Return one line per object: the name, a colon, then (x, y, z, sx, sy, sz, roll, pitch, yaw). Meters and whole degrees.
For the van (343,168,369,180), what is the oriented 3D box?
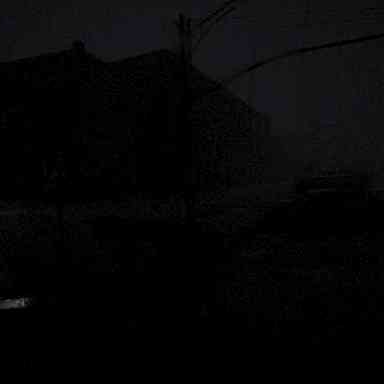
van: (33.278, -3.634, 67.550, 4.442, 1.987, 1.878, -3, 2, 10)

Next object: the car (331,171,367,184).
car: (24.337, -2.288, 51.832, 4.553, 1.767, 2.185, -3, 3, 8)

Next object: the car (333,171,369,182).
car: (28.532, -2.774, 59.764, 5.366, 1.575, 1.946, -3, 3, 9)

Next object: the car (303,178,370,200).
car: (11.927, -0.282, 27.720, 4.674, 1.452, 2.002, -3, 3, 6)

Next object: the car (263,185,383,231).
car: (5.454, 0.726, 14.161, 4.792, 1.488, 2.163, -3, 3, 4)

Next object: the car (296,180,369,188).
car: (7.016, 0.475, 16.781, 5.366, 1.575, 1.946, -3, 2, 4)

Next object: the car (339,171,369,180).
car: (31.658, -3.164, 64.970, 4.792, 1.488, 2.163, -3, 3, 10)

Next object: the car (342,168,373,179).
car: (36.114, -4.065, 72.770, 5.566, 2.045, 2.435, -3, 3, 10)

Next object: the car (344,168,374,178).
car: (39.093, -4.479, 77.972, 5.566, 2.045, 2.435, -3, 3, 10)

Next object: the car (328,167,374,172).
car: (17.285, -1.389, 38.518, 5.566, 2.045, 2.435, -3, 2, 7)

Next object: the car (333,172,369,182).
car: (27.234, -2.575, 57.124, 5.008, 1.535, 2.097, -3, 2, 9)

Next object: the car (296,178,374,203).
car: (10.618, -0.117, 25.005, 4.892, 1.521, 2.231, -3, 2, 5)

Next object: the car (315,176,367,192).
car: (15.914, -0.892, 35.835, 4.674, 1.452, 2.002, -3, 3, 7)

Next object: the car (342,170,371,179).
car: (34.665, -3.609, 70.181, 5.008, 1.535, 2.097, -3, 2, 10)

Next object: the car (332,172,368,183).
car: (25.788, -2.368, 54.482, 4.892, 1.521, 2.231, -3, 3, 9)

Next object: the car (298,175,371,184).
car: (8.040, 0.163, 19.536, 4.553, 1.767, 2.185, -3, 2, 5)

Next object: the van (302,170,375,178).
van: (9.445, -0.147, 22.256, 4.442, 1.987, 1.878, -3, 2, 5)

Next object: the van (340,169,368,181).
van: (30.301, -3.220, 62.329, 4.442, 1.987, 1.878, -3, 2, 10)

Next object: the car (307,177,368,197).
car: (13.236, -0.485, 30.439, 4.674, 1.452, 2.002, -3, 2, 6)

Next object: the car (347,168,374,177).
car: (42.131, -4.896, 83.177, 5.566, 2.045, 2.435, -3, 2, 10)
